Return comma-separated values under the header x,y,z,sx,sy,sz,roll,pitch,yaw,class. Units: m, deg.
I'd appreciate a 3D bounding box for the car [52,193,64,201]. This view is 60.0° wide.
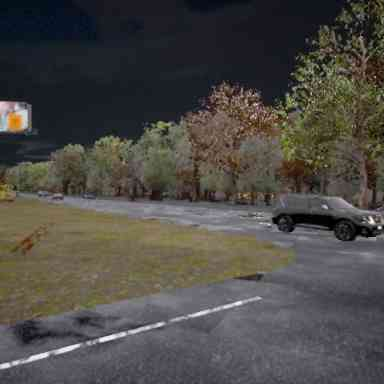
x,y,z,sx,sy,sz,roll,pitch,yaw,class
-27.636,1.011,68.421,1.882,1.535,5.008,0,0,-29,car

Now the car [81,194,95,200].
x,y,z,sx,sy,sz,roll,pitch,yaw,class
-22.437,1.125,71.632,1.895,1.301,4.718,0,0,-34,car

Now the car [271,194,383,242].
x,y,z,sx,sy,sz,roll,pitch,yaw,class
6.546,1.157,16.648,2.150,2.045,5.566,0,1,-35,car
